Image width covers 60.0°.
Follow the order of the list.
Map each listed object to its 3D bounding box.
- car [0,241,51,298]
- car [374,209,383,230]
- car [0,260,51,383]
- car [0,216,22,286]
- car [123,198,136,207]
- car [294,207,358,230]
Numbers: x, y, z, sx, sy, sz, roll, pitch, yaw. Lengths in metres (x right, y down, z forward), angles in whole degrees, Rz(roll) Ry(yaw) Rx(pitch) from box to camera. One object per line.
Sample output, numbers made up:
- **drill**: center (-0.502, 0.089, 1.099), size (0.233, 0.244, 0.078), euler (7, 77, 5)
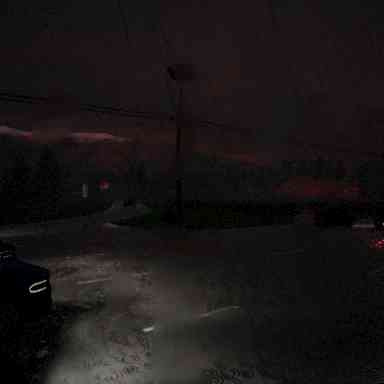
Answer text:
- **car**: center (-4.683, 1.464, 4.707), size (5.008, 1.535, 1.882), euler (0, 0, -36)
- **car**: center (14.164, 1.790, 22.450), size (4.892, 1.490, 1.837), euler (1, 0, -36)
- **car**: center (-3.339, 1.483, 1.365), size (4.892, 1.490, 1.837), euler (0, 0, -36)
- **car**: center (-6.784, 1.463, 7.506), size (5.008, 1.535, 1.882), euler (0, 0, -36)
- **car**: center (-10.861, 1.798, 57.980), size (1.837, 1.490, 4.892), euler (1, 0, -12)
- **car**: center (9.462, 1.794, 23.395), size (5.357, 1.411, 2.033), euler (1, 0, -36)
